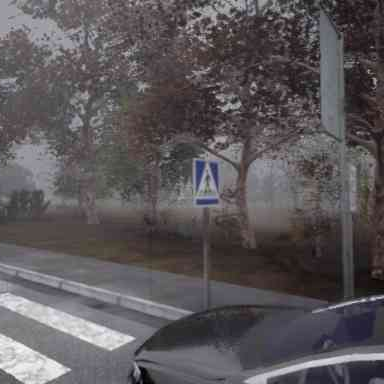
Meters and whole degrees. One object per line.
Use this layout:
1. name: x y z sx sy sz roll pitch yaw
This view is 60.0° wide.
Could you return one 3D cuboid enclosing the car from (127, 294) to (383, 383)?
1. car: 1.645 1.505 2.211 4.902 1.511 2.128 0 0 35
